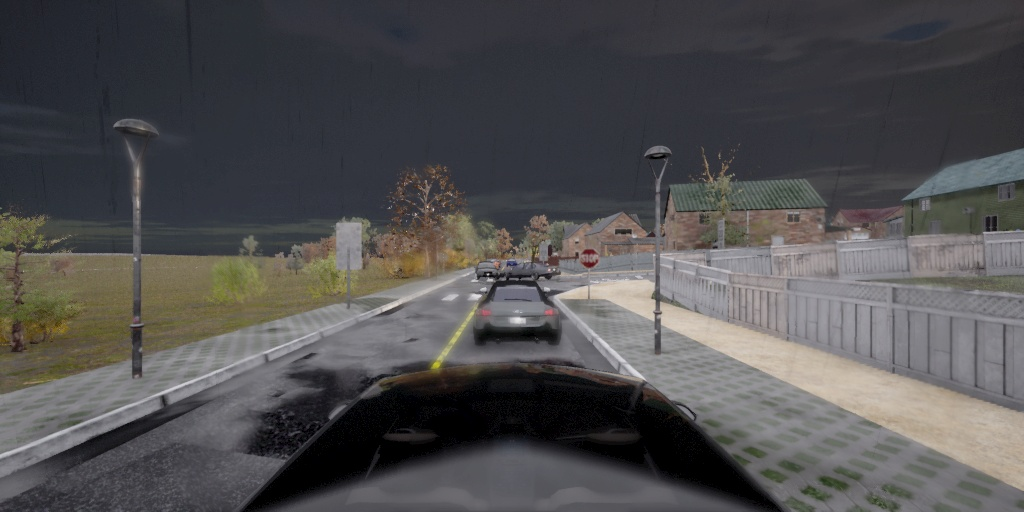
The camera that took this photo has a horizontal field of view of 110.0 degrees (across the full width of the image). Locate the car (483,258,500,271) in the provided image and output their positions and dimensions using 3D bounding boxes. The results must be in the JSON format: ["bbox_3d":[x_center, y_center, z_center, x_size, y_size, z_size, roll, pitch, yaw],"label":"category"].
[{"bbox_3d":[-2.887,1.121,51.194,2.097,1.767,4.553,0,0,1],"label":"car"}]

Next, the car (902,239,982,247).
[{"bbox_3d":[23.873,-0.208,20.441,4.902,1.511,2.128,-3,0,14],"label":"car"}]

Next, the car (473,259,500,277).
[{"bbox_3d":[-2.274,1.258,31.377,1.837,1.490,4.892,0,0,-8],"label":"car"}]

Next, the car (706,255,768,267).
[{"bbox_3d":[14.370,0.413,22.855,4.181,1.385,1.994,-3,0,16],"label":"car"}]

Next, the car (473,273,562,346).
[{"bbox_3d":[0.096,1.313,9.453,1.994,1.385,4.181,0,0,-1],"label":"car"}]

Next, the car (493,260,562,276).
[{"bbox_3d":[1.315,1.198,28.468,5.357,1.411,2.033,-4,-3,43],"label":"car"}]
